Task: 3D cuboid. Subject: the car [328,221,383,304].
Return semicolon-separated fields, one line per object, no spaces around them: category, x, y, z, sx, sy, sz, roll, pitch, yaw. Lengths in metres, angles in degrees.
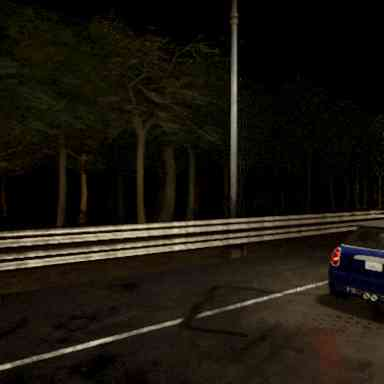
car;5.103;1.415;7.427;4.553;1.767;2.097;0;0;-36
